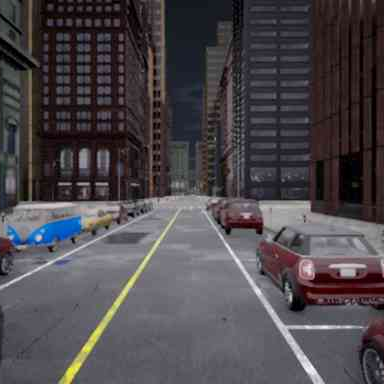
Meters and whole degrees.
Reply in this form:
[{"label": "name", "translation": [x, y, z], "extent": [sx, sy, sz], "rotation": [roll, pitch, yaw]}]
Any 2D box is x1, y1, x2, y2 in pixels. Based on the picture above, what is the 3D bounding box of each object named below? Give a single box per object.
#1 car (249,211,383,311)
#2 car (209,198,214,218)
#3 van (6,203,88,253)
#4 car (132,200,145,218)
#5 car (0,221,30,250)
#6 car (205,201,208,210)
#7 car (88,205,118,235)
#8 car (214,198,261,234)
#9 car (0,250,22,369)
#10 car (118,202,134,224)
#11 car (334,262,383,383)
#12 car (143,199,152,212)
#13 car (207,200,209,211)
[{"label": "car", "translation": [2.747, 1.445, 7.803], "extent": [1.967, 1.590, 4.097], "rotation": [0, 0, 0]}, {"label": "car", "translation": [2.717, 1.339, 24.711], "extent": [2.192, 1.841, 5.009], "rotation": [0, 0, 0]}, {"label": "van", "translation": [-5.788, 1.355, 13.420], "extent": [1.690, 1.788, 3.998], "rotation": [0, 0, 0]}, {"label": "car", "translation": [-5.817, 1.601, 30.329], "extent": [1.947, 1.339, 4.313], "rotation": [0, 0, 0]}, {"label": "car", "translation": [-5.777, 1.591, 7.783], "extent": [1.802, 1.307, 4.206], "rotation": [0, 0, 0]}, {"label": "car", "translation": [2.687, 1.489, 41.619], "extent": [1.967, 1.590, 4.097], "rotation": [0, 0, 0]}, {"label": "car", "translation": [-5.797, 1.545, 18.886], "extent": [1.752, 1.417, 4.829], "rotation": [0, 0, 0]}, {"label": "car", "translation": [2.727, 1.332, 19.074], "extent": [2.192, 1.841, 5.009], "rotation": [0, 0, 0]}, {"label": "car", "translation": [-3.001, 1.509, 1.798], "extent": [1.837, 1.490, 4.892], "rotation": [0, 0, 0]}, {"label": "car", "translation": [-5.807, 1.609, 24.693], "extent": [1.802, 1.307, 4.206], "rotation": [0, 0, 0]}, {"label": "car", "translation": [2.758, 1.582, 2.167], "extent": [1.802, 1.307, 4.206], "rotation": [0, 0, 0]}, {"label": "car", "translation": [-5.827, 1.610, 35.965], "extent": [1.947, 1.339, 4.313], "rotation": [0, 0, 0]}, {"label": "car", "translation": [2.708, 1.598, 30.347], "extent": [1.947, 1.339, 4.313], "rotation": [0, 0, 0]}]
